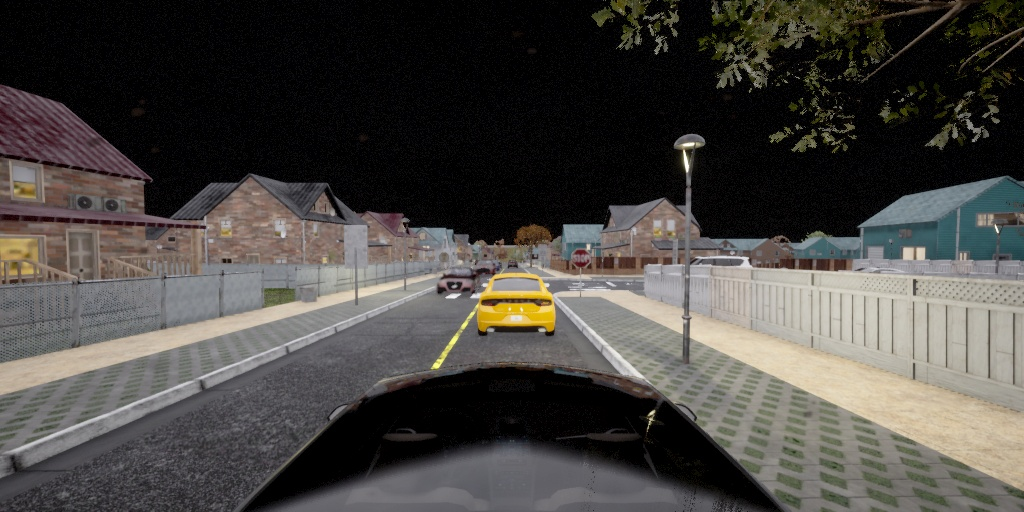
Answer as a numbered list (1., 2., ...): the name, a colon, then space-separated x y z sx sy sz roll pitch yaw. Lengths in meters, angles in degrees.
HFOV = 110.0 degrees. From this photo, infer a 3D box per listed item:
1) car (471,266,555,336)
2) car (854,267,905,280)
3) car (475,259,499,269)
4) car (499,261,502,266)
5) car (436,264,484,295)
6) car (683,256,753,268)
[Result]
1. car: 0.117 1.227 10.433 1.882 1.535 5.008 0 0 0
2. car: 23.049 1.424 22.902 4.674 1.442 1.812 1 2 13
3. car: -2.825 1.160 37.808 2.097 1.767 4.553 0 0 0
4. car: -2.808 1.227 50.991 2.097 1.767 4.553 0 0 0
5. car: -2.840 1.330 19.715 1.994 1.385 4.181 0 0 0
6. car: 13.406 1.015 24.661 5.566 2.045 2.150 1 2 8
